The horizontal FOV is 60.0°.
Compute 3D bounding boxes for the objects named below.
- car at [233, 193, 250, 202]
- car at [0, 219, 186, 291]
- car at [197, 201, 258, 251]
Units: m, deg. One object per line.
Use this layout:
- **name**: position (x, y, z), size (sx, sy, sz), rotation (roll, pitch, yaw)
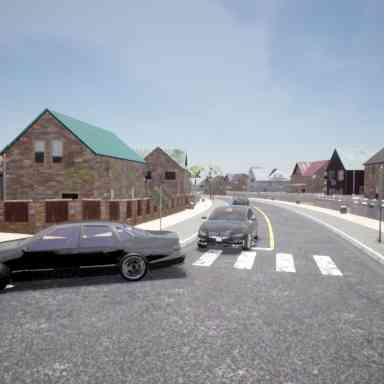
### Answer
- **car**: position (6.823, 0.948, 46.416), size (2.097, 1.767, 4.553), rotation (0, 0, 4)
- **car**: position (-2.878, 1.433, 8.380), size (5.357, 1.411, 2.033), rotation (-1, 1, -14)
- **car**: position (1.605, 1.337, 13.515), size (1.837, 1.490, 4.892), rotation (1, 1, 17)
